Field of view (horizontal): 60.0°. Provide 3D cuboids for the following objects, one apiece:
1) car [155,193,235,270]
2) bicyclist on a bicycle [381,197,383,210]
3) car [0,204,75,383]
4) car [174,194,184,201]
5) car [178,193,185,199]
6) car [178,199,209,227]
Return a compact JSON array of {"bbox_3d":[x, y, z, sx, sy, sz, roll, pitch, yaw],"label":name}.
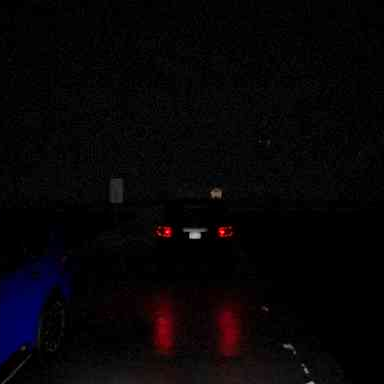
[{"bbox_3d":[0.090,1.148,10.896,2.150,2.045,5.566,0,0,0],"label":"car"},{"bbox_3d":[19.962,1.118,34.276,0.582,1.620,1.656,0,0,0],"label":"bicyclist on a bicycle"},{"bbox_3d":[-2.849,1.201,2.848,2.150,2.045,5.566,0,0,0],"label":"car"},{"bbox_3d":[-2.723,1.115,71.230,1.994,1.385,4.181,0,0,0],"label":"car"},{"bbox_3d":[-2.717,0.934,86.734,1.882,1.535,5.008,0,0,0],"label":"car"},{"bbox_3d":[0.091,1.327,22.780,1.882,1.535,5.008,0,0,0],"label":"car"}]
